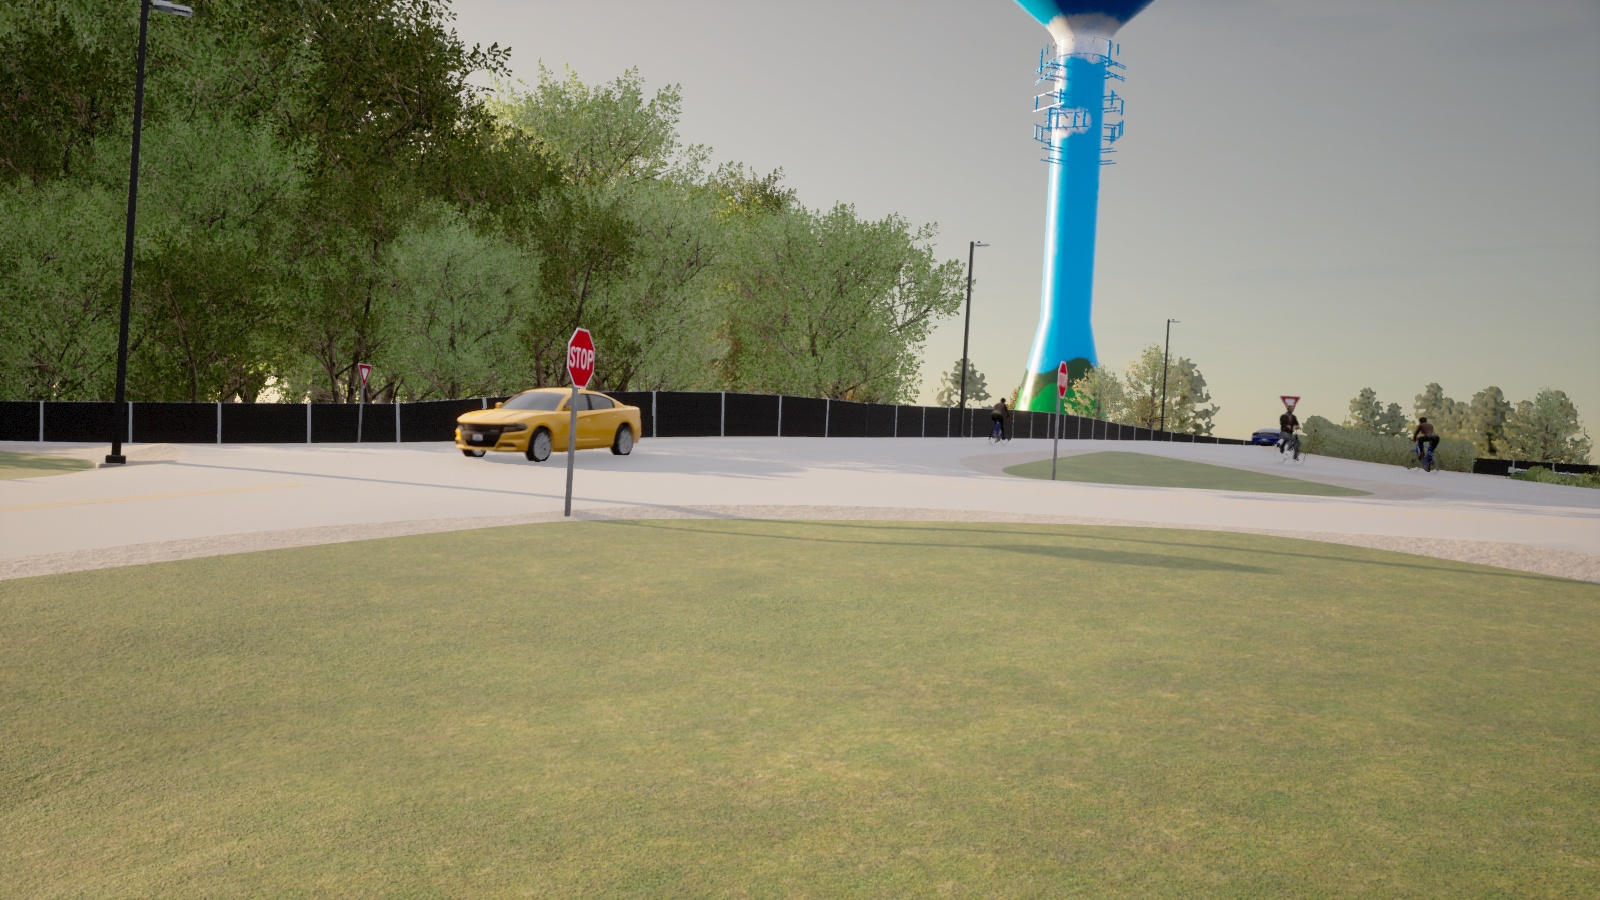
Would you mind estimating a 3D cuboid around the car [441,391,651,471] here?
[{"bbox_3d":[-5.399,-0.500,27.455,1.882,1.535,5.008,2,4,25],"label":"car"}]

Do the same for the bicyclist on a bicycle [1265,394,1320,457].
[{"bbox_3d":[14.290,-0.724,36.503,0.659,1.776,1.843,2,2,-6],"label":"bicyclist on a bicycle"}]

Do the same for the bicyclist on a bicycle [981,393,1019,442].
[{"bbox_3d":[6.764,-1.085,42.421,0.582,1.620,1.656,3,2,33],"label":"bicyclist on a bicycle"}]

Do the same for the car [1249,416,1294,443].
[{"bbox_3d":[31.949,-1.384,85.030,1.882,1.535,5.008,2,-1,32],"label":"car"}]

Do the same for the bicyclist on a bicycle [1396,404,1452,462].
[{"bbox_3d":[17.874,-0.504,36.026,0.582,1.620,1.656,2,2,-6],"label":"bicyclist on a bicycle"}]
